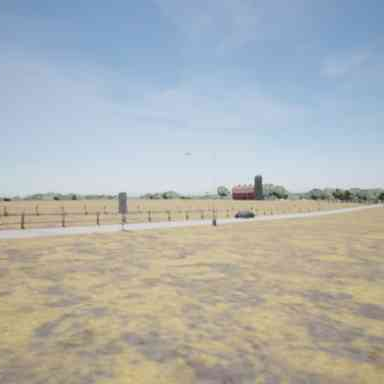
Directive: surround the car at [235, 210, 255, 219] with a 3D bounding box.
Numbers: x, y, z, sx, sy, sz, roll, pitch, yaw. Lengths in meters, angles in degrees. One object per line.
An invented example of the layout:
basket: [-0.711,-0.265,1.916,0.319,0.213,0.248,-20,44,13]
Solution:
car: [8.570,3.589,53.961,1.994,1.385,4.181,-2,-3,35]
